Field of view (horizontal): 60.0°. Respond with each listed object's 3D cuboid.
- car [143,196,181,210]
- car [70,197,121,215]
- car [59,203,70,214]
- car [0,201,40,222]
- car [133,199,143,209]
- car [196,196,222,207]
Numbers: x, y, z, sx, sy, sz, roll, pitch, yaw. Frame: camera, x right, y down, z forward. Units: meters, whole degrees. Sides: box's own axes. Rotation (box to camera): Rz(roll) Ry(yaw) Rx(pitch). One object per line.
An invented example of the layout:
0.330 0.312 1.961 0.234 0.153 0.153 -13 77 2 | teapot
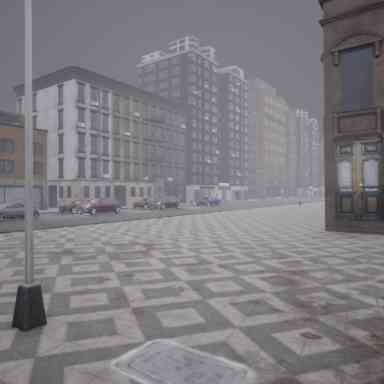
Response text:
-3.425 1.300 41.598 2.097 1.767 4.553 -1 0 35 | car
-9.337 1.321 33.279 2.097 1.767 4.553 -1 0 35 | car
-11.718 1.472 35.535 1.882 1.535 5.008 -1 0 35 | car
-14.325 1.550 26.246 1.994 1.385 4.181 -1 0 35 | car
-5.662 1.450 44.057 1.882 1.535 5.008 -1 0 36 | car
2.577 1.404 49.987 1.882 1.535 5.008 -1 0 36 | car
